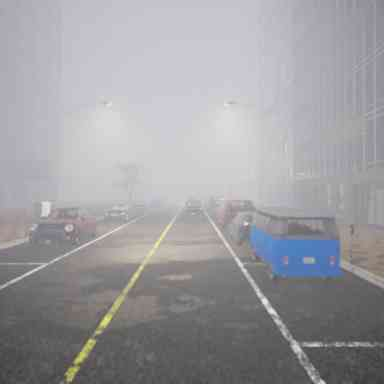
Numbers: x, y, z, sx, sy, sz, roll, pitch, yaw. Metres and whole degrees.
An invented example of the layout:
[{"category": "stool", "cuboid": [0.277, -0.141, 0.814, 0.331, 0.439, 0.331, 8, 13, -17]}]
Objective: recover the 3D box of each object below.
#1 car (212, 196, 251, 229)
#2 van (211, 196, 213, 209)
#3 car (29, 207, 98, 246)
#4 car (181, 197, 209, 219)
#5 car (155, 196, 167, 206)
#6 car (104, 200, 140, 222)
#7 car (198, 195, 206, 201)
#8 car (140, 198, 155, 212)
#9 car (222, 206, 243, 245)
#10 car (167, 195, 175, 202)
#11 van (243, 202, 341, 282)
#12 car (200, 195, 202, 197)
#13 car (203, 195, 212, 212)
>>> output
[{"category": "car", "cuboid": [2.697, 1.318, 20.791, 2.192, 1.841, 5.009, 1, 0, 0]}, {"category": "van", "cuboid": [2.696, 1.344, 26.433, 1.690, 1.788, 3.998, 1, 0, 0]}, {"category": "car", "cuboid": [-5.684, 1.443, 15.119, 1.967, 1.590, 4.097, 1, 0, 0]}, {"category": "car", "cuboid": [0.096, 1.495, 28.474, 2.128, 1.511, 4.902, 0, 0, 0]}, {"category": "car", "cuboid": [-5.693, 1.551, 54.619, 2.008, 1.369, 4.403, 1, 0, 0]}, {"category": "car", "cuboid": [-5.687, 1.553, 26.405, 2.008, 1.369, 4.403, 1, 0, 0]}, {"category": "car", "cuboid": [2.681, 1.539, 88.488, 2.008, 1.369, 4.403, 1, 0, 0]}, {"category": "car", "cuboid": [-5.690, 1.553, 37.690, 2.008, 1.369, 4.403, 1, 0, 0]}, {"category": "car", "cuboid": [2.695, 1.554, 15.149, 2.008, 1.369, 4.403, 1, 0, 0]}, {"category": "car", "cuboid": [-5.697, 1.538, 77.189, 1.887, 1.381, 4.507, 1, 0, 0]}, {"category": "van", "cuboid": [2.698, 1.343, 9.507, 1.690, 1.788, 3.998, 1, 0, 0]}, {"category": "car", "cuboid": [0.071, 1.527, 46.066, 1.812, 1.442, 4.674, 0, 0, 0]}, {"category": "car", "cuboid": [2.694, 1.317, 37.715, 2.192, 1.841, 5.009, 1, 0, 0]}]
